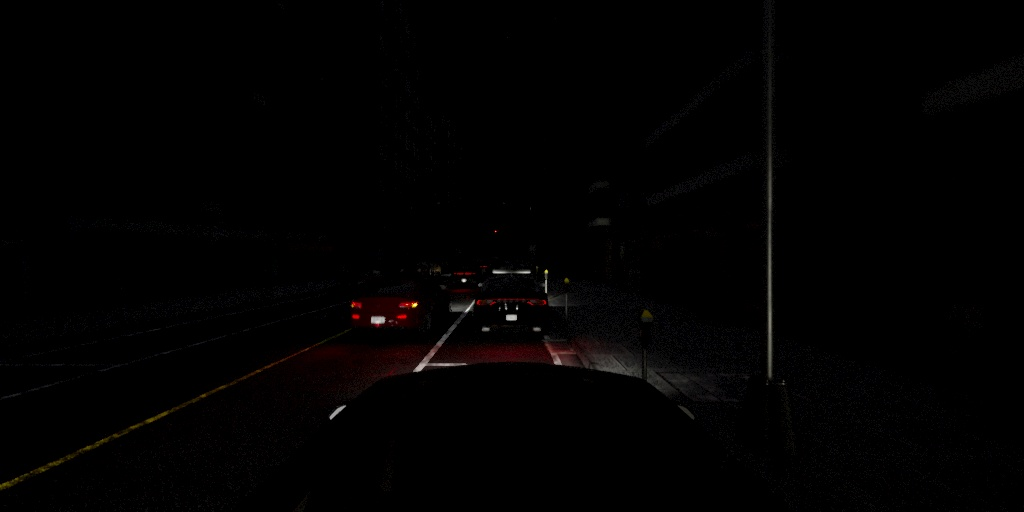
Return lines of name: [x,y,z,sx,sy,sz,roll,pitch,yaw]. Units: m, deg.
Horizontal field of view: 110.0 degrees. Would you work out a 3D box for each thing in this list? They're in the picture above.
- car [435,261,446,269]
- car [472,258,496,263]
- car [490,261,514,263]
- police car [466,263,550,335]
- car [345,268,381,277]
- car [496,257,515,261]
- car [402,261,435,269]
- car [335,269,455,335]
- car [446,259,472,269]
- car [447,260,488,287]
car: [-8.408,1.275,36.773,1.751,1.417,4.829,0,0,0]
car: [-2.952,1.254,38.853,1.837,1.490,4.892,0,0,0]
car: [-0.383,1.300,25.913,2.007,1.370,4.403,0,0,0]
police car: [-0.012,1.175,10.610,1.930,1.638,5.238,0,0,0]
car: [-8.408,1.332,20.388,1.802,1.307,4.207,0,0,0]
car: [-0.383,1.190,36.951,1.967,1.591,4.097,0,0,0]
car: [-8.408,1.190,31.425,1.967,1.591,4.097,0,0,0]
car: [-3.014,1.275,10.391,1.812,1.442,4.674,0,0,0]
car: [-5.816,1.298,41.619,2.033,1.411,5.357,0,0,1]
car: [-2.948,1.255,24.540,1.837,1.490,4.892,0,0,0]
